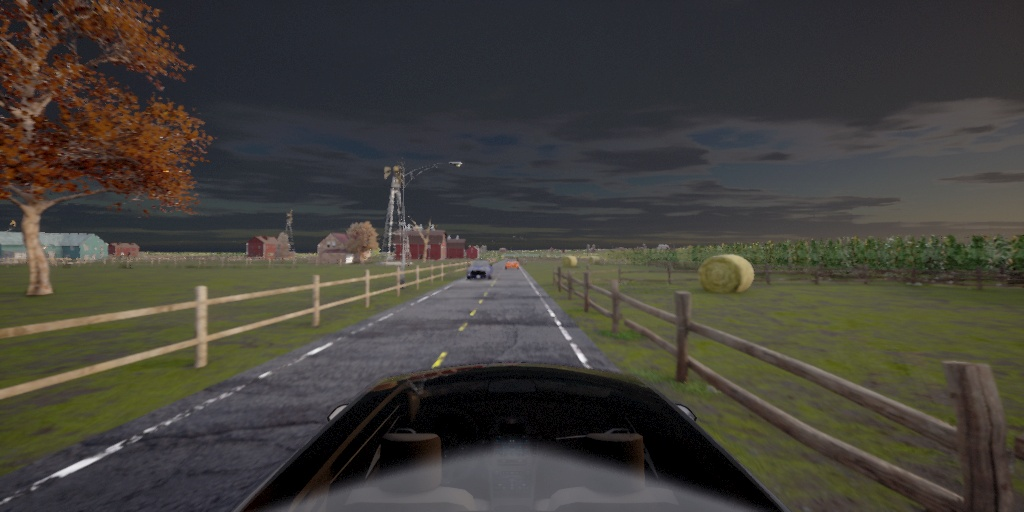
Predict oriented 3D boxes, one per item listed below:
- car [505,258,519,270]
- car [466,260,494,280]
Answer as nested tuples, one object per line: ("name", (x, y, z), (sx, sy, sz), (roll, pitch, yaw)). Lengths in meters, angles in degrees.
("car", (0.010, 1.128, 54.785), (2.097, 1.767, 4.553), (0, 0, 0))
("car", (-2.750, 1.107, 31.621), (2.097, 1.767, 4.553), (0, 0, 0))
